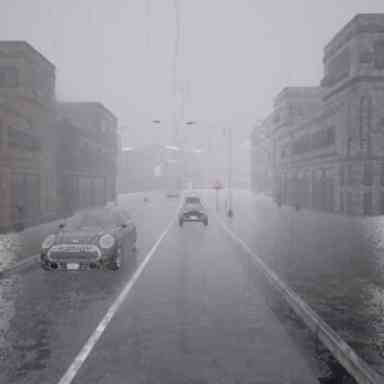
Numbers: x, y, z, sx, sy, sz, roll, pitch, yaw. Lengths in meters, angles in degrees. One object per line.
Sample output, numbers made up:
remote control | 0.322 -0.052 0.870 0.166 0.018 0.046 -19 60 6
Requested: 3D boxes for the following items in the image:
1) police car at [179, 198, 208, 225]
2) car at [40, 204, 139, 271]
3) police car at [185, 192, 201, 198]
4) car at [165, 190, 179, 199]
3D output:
police car | 0.095 1.475 24.100 2.038 1.542 4.974 0 0 0
car | -3.102 1.346 10.919 2.097 1.767 4.553 0 0 0
police car | 0.091 0.805 42.527 1.930 1.638 5.238 0 3 0
car | -3.083 0.342 51.946 1.994 1.385 4.181 0 4 0
